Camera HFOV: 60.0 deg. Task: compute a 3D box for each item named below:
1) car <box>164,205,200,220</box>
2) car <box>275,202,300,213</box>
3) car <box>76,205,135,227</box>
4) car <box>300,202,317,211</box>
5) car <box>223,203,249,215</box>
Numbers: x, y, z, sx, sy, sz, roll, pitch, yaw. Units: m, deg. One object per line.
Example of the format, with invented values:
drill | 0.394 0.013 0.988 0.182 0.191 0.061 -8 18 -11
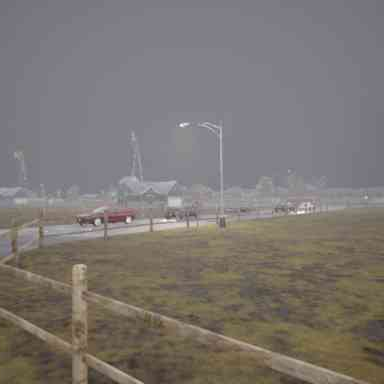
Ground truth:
car | -0.932 2.060 34.124 1.994 1.385 4.181 -2 -2 36
car | 13.462 2.243 47.901 1.837 1.490 4.892 -2 -2 36
car | -6.678 1.810 26.104 1.882 1.535 5.008 -2 -2 36
car | 19.479 2.455 56.306 1.812 1.442 4.674 -2 -2 36
car | 5.806 2.184 43.542 2.128 1.511 4.902 -2 -2 36
